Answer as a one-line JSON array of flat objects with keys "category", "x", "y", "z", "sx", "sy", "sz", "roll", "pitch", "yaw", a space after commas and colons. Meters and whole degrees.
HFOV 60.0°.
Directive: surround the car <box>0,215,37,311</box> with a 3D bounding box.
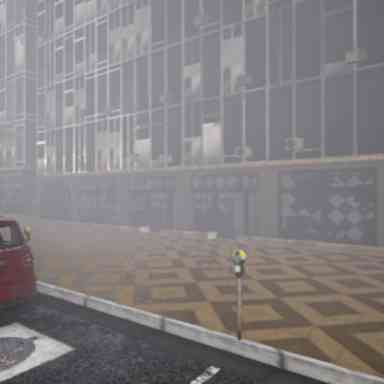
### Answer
[{"category": "car", "x": -5.061, "y": 1.328, "z": 6.500, "sx": 5.009, "sy": 1.841, "sz": 2.192, "roll": 0, "pitch": 0, "yaw": 36}]
